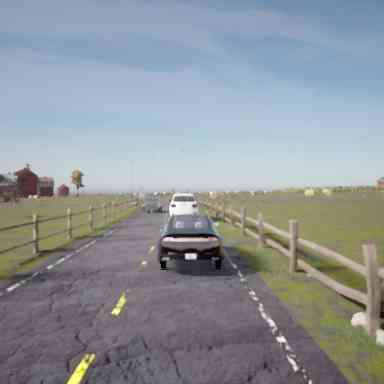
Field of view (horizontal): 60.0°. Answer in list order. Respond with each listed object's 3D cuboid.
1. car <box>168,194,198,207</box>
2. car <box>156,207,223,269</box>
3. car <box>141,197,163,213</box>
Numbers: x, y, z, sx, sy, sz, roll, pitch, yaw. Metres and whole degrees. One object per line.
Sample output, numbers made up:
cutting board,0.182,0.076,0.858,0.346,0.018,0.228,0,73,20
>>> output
car,-0.703,1.182,26.962,2.150,2.045,5.566,0,0,-3
car,-0.081,1.472,11.110,2.128,1.511,4.902,0,0,-1
car,-4.196,1.310,35.378,2.097,1.767,4.553,0,0,-4
